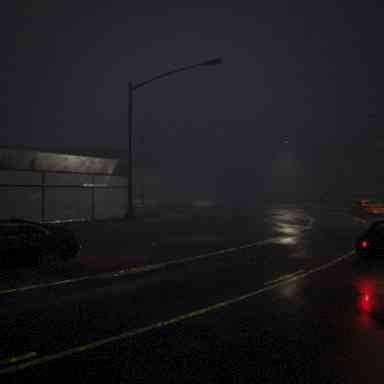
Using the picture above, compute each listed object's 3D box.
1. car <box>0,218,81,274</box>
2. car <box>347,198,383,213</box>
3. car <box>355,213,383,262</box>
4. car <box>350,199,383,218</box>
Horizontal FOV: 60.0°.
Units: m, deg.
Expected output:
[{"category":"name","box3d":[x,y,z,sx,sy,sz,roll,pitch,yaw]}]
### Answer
[{"category":"car","box3d":[-5.511,1.491,8.847,4.902,1.511,2.128,0,0,-39]},{"category":"car","box3d":[20.186,1.492,38.471,2.128,1.511,4.902,0,0,-2]},{"category":"car","box3d":[7.067,1.601,11.227,1.895,1.301,4.718,0,0,39]},{"category":"car","box3d":[15.896,1.478,30.341,1.882,1.535,5.008,0,0,11]}]
